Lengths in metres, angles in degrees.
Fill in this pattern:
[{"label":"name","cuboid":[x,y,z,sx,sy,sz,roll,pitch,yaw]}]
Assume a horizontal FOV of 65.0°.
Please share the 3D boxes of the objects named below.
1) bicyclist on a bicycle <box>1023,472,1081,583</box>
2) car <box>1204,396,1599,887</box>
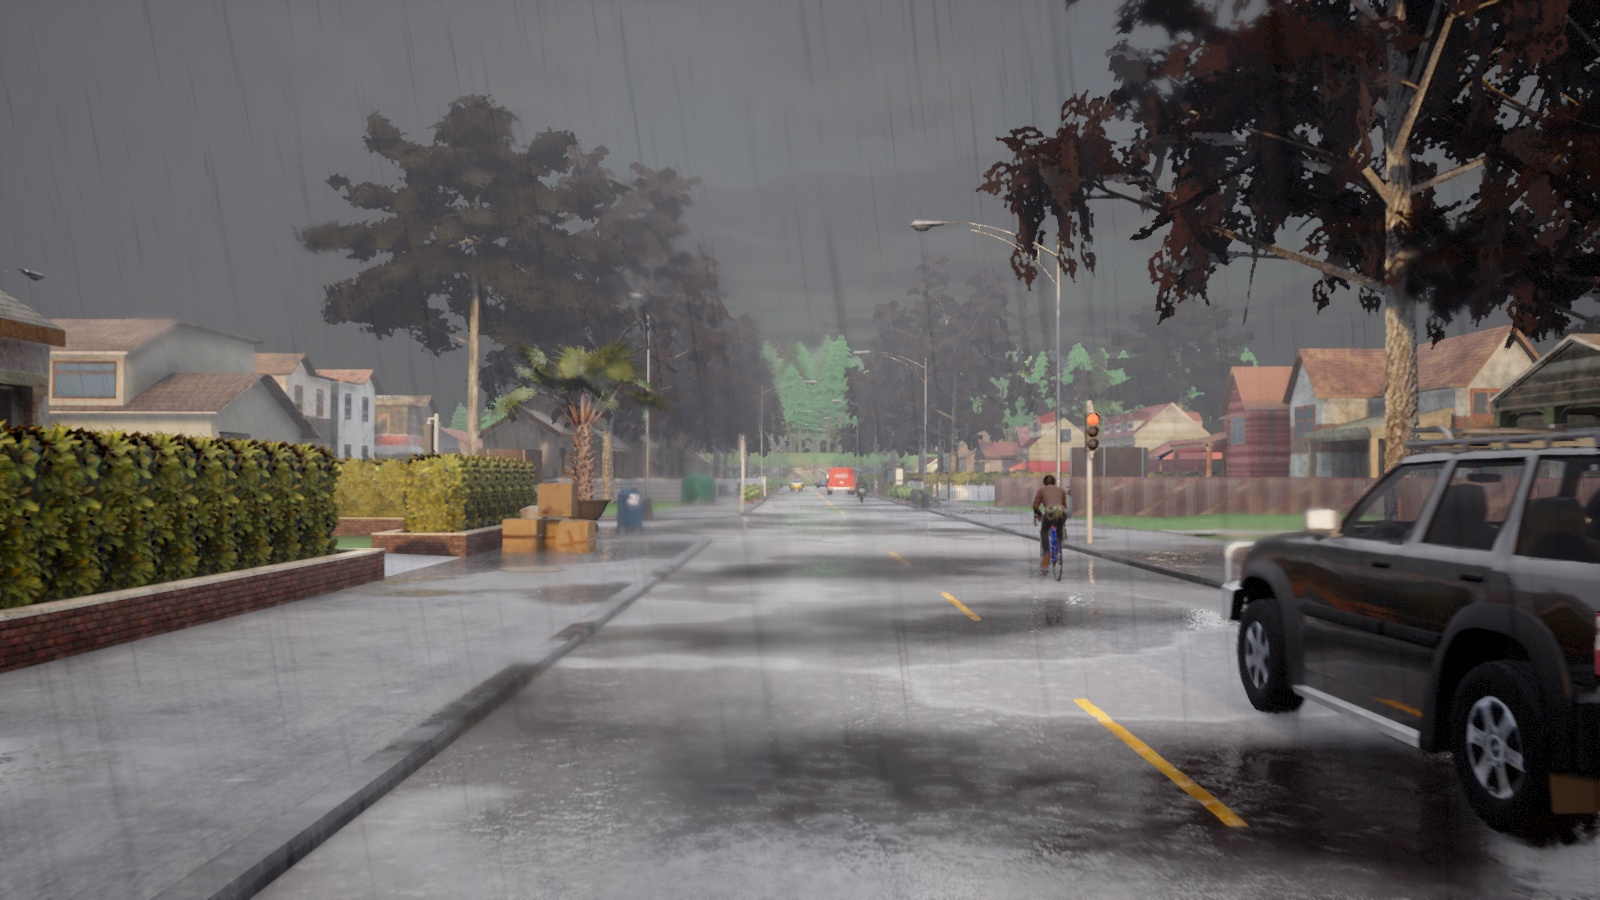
[{"label":"bicyclist on a bicycle","cuboid":[3.949,1.191,19.775,0.582,1.620,1.656,0,1,0]},{"label":"car","cuboid":[3.981,0.777,7.029,1.932,1.855,4.605,0,-1,0]}]
